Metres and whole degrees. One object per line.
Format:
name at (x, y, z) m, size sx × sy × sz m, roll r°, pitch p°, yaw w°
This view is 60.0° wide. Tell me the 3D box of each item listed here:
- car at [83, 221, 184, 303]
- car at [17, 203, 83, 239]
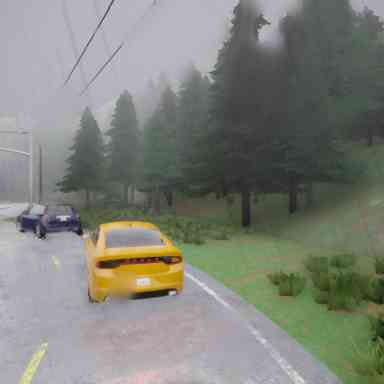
car at (-1.668, 1.478, 8.391) m, size 1.882 × 1.535 × 5.008 m, roll 0°, pitch 0°, yaw -18°
car at (-7.710, 1.351, 17.816) m, size 2.097 × 1.767 × 4.553 m, roll 0°, pitch 0°, yaw -43°
